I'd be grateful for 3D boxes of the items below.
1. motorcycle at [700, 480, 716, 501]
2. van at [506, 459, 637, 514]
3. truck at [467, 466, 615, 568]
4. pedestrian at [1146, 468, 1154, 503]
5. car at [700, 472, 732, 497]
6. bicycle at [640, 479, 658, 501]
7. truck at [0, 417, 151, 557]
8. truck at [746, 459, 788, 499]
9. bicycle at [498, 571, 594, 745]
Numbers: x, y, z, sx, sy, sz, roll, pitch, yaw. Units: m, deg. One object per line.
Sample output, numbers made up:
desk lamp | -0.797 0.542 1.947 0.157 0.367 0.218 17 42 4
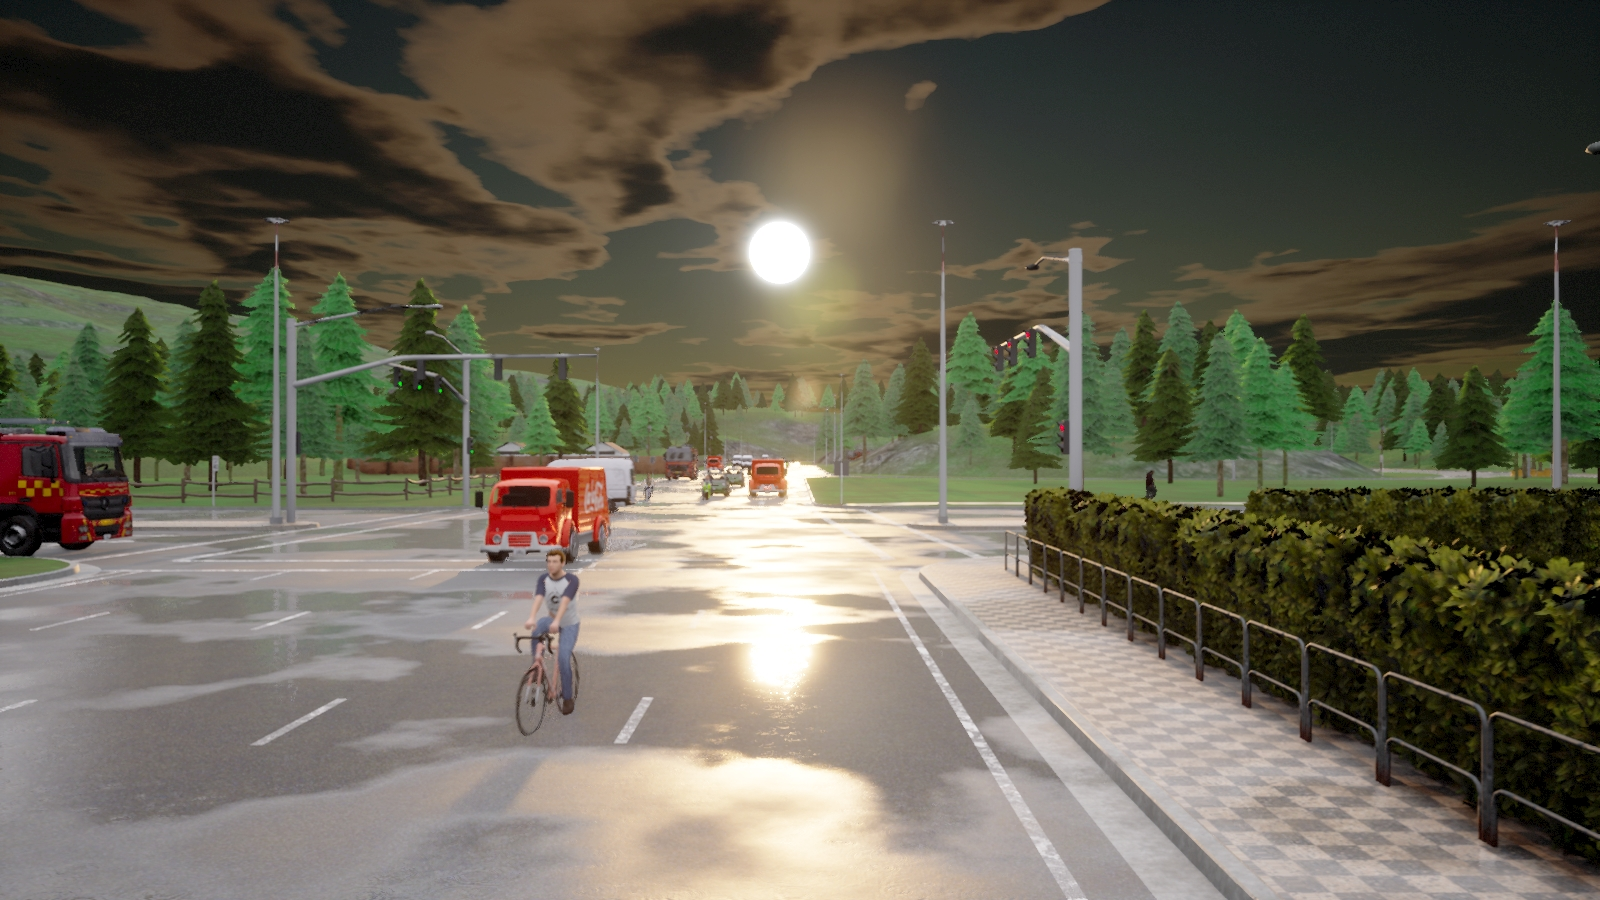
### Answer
motorcycle | -5.552 2.431 68.747 0.803 1.199 2.033 0 0 0
van | -10.870 1.730 54.657 5.915 2.561 1.988 0 0 -1
truck | -6.785 1.683 30.652 2.627 2.467 5.204 0 0 2
pedestrian | 18.709 1.914 61.086 0.375 1.860 0.375 0 0 6
car | -5.581 2.269 75.901 1.851 1.617 3.988 0 0 0
bicycle | -9.048 2.401 68.440 0.859 1.277 1.487 0 0 -1
truck | -23.583 1.010 32.617 8.468 3.827 2.891 0 0 0
truck | -2.096 1.830 74.482 2.627 2.467 5.204 0 0 -1
bicycle | -2.615 2.104 11.917 0.373 1.496 1.643 1 0 10
